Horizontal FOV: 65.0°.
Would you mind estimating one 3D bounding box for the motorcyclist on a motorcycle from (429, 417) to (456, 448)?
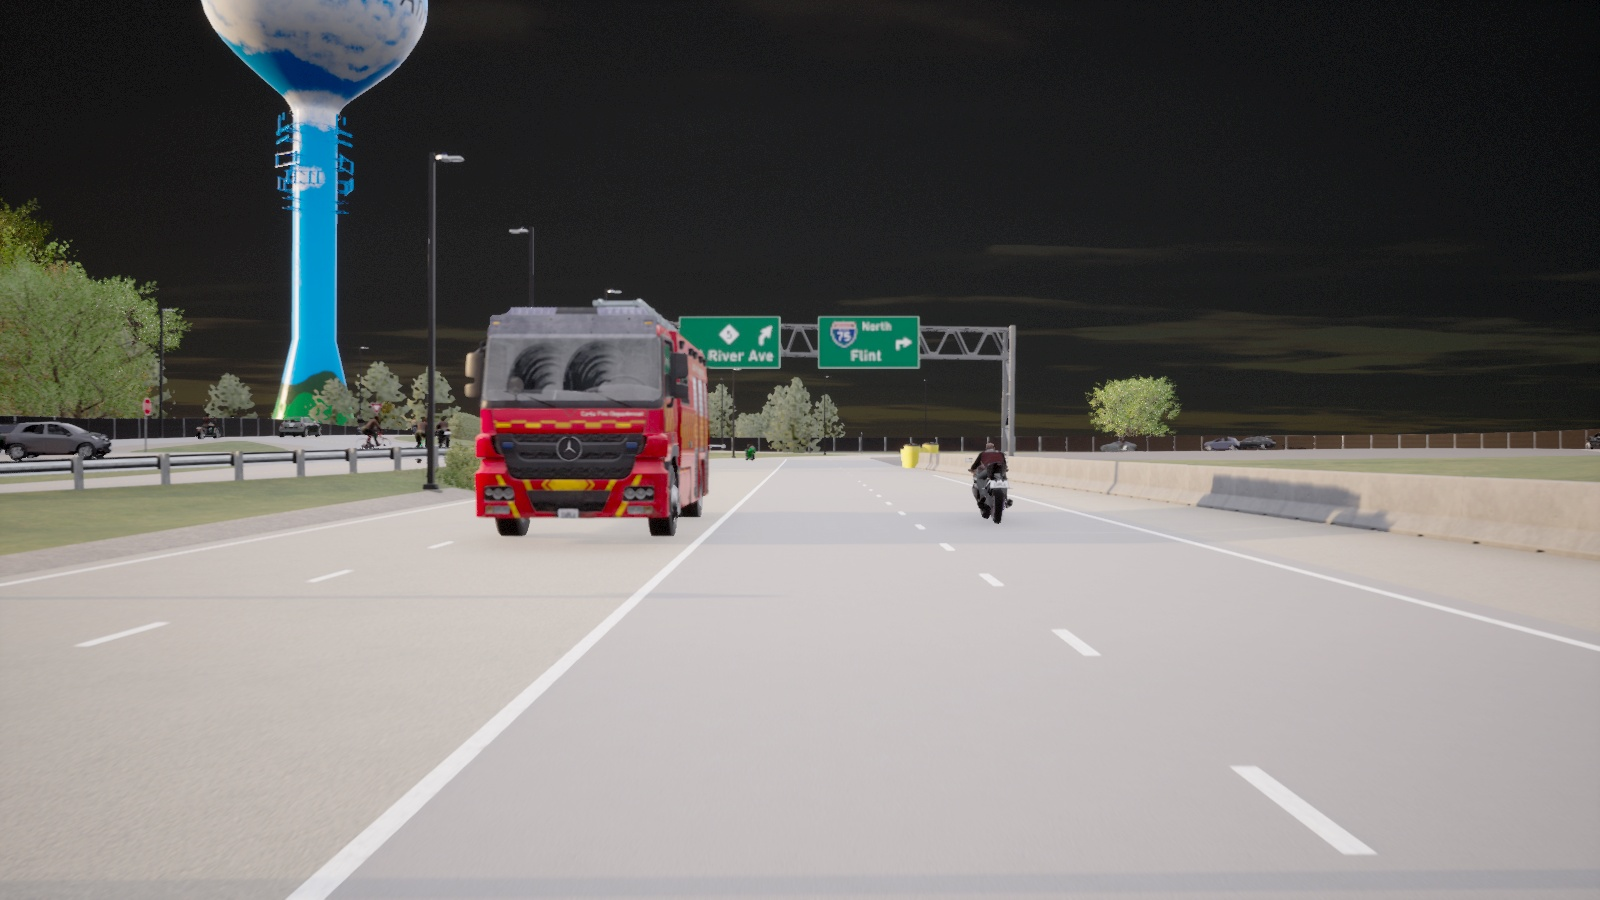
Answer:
[{"bbox_3d":[-17.845,-0.885,62.676,0.797,1.523,2.044,0,1,-29],"label":"motorcyclist on a motorcycle"}]

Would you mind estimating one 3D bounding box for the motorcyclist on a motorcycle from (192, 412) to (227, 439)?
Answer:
[{"bbox_3d":[-36.220,-1.504,77.074,0.766,1.649,2.350,0,1,7],"label":"motorcyclist on a motorcycle"}]

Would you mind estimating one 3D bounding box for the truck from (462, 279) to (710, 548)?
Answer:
[{"bbox_3d":[-3.356,-0.548,22.182,2.891,3.827,8.468,0,0,0],"label":"truck"}]

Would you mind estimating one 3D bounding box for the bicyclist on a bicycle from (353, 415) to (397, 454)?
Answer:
[{"bbox_3d":[-18.017,-0.666,53.252,0.582,1.620,1.656,-1,0,44],"label":"bicyclist on a bicycle"}]

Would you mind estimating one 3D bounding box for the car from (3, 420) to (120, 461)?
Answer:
[{"bbox_3d":[-29.628,-0.401,50.480,3.633,1.501,1.845,-1,3,-11],"label":"car"}]

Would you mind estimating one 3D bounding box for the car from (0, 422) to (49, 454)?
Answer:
[{"bbox_3d":[-35.668,-0.561,55.555,4.718,1.301,1.895,1,3,27],"label":"car"}]

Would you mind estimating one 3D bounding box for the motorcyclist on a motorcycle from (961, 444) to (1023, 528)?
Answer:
[{"bbox_3d":[3.654,0.648,24.056,0.866,1.530,2.191,0,0,0],"label":"motorcyclist on a motorcycle"}]

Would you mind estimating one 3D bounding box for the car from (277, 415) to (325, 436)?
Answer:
[{"bbox_3d":[-35.855,-1.750,90.262,1.970,1.475,3.806,0,1,-1],"label":"car"}]
